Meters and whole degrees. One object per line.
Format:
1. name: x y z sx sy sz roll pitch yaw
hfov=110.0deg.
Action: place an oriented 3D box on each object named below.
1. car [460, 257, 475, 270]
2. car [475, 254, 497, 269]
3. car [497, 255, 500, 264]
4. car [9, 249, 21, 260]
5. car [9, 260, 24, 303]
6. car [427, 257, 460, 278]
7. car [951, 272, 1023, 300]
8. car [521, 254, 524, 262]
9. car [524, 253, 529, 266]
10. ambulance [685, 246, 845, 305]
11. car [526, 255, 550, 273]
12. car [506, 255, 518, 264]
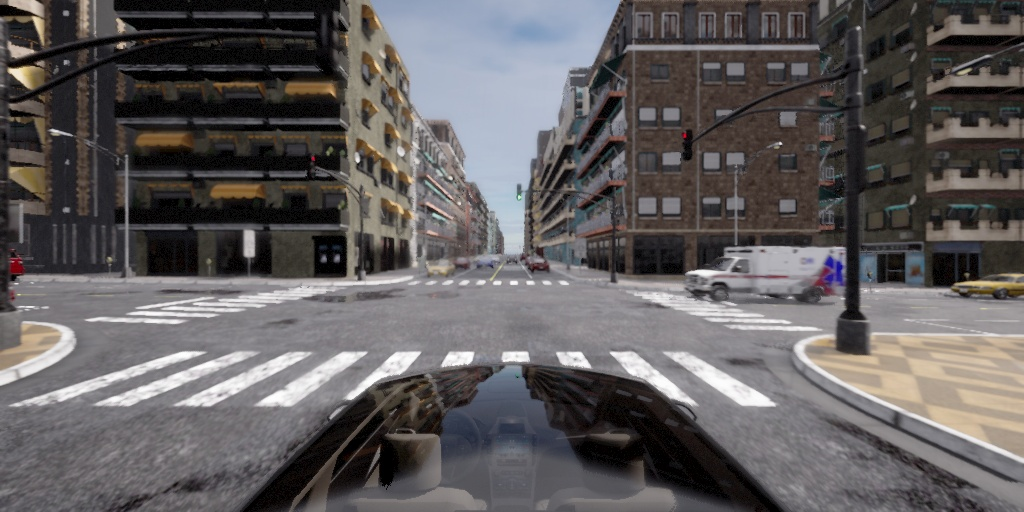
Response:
1. car: -5.693 0.823 40.451 1.888 1.381 4.507 0 0 0
2. car: -3.080 0.785 42.019 1.812 1.442 4.674 0 1 0
3. car: -3.029 0.559 60.783 1.812 1.442 4.674 0 1 0
4. car: -28.647 0.475 18.552 5.009 1.841 2.192 0 0 0
5. car: -17.263 0.904 10.260 4.507 1.381 1.888 0 0 0
6. car: -5.692 0.938 29.235 1.751 1.417 4.829 0 0 0
7. car: 26.245 1.542 18.949 4.829 1.417 1.751 0 0 0
8. car: 2.687 0.727 51.484 1.802 1.307 4.207 0 0 0
9. car: 2.688 0.719 40.438 1.967 1.591 4.097 0 0 0
10. ambulance: 11.278 0.819 16.170 6.366 2.431 2.351 1 0 0
11. car: 2.689 0.891 34.915 1.888 1.381 4.507 0 0 0
12. car: -0.003 0.634 60.779 1.895 1.301 4.718 0 1 0
